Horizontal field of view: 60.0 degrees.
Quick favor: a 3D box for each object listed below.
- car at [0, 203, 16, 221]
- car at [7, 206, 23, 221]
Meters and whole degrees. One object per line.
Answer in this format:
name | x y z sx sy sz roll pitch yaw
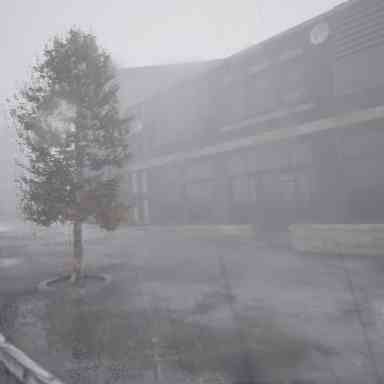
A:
car | -21.707 2.429 41.949 2.435 2.045 5.566 -4 -1 6
car | -18.375 2.464 38.300 2.033 1.411 5.357 -4 -1 2
